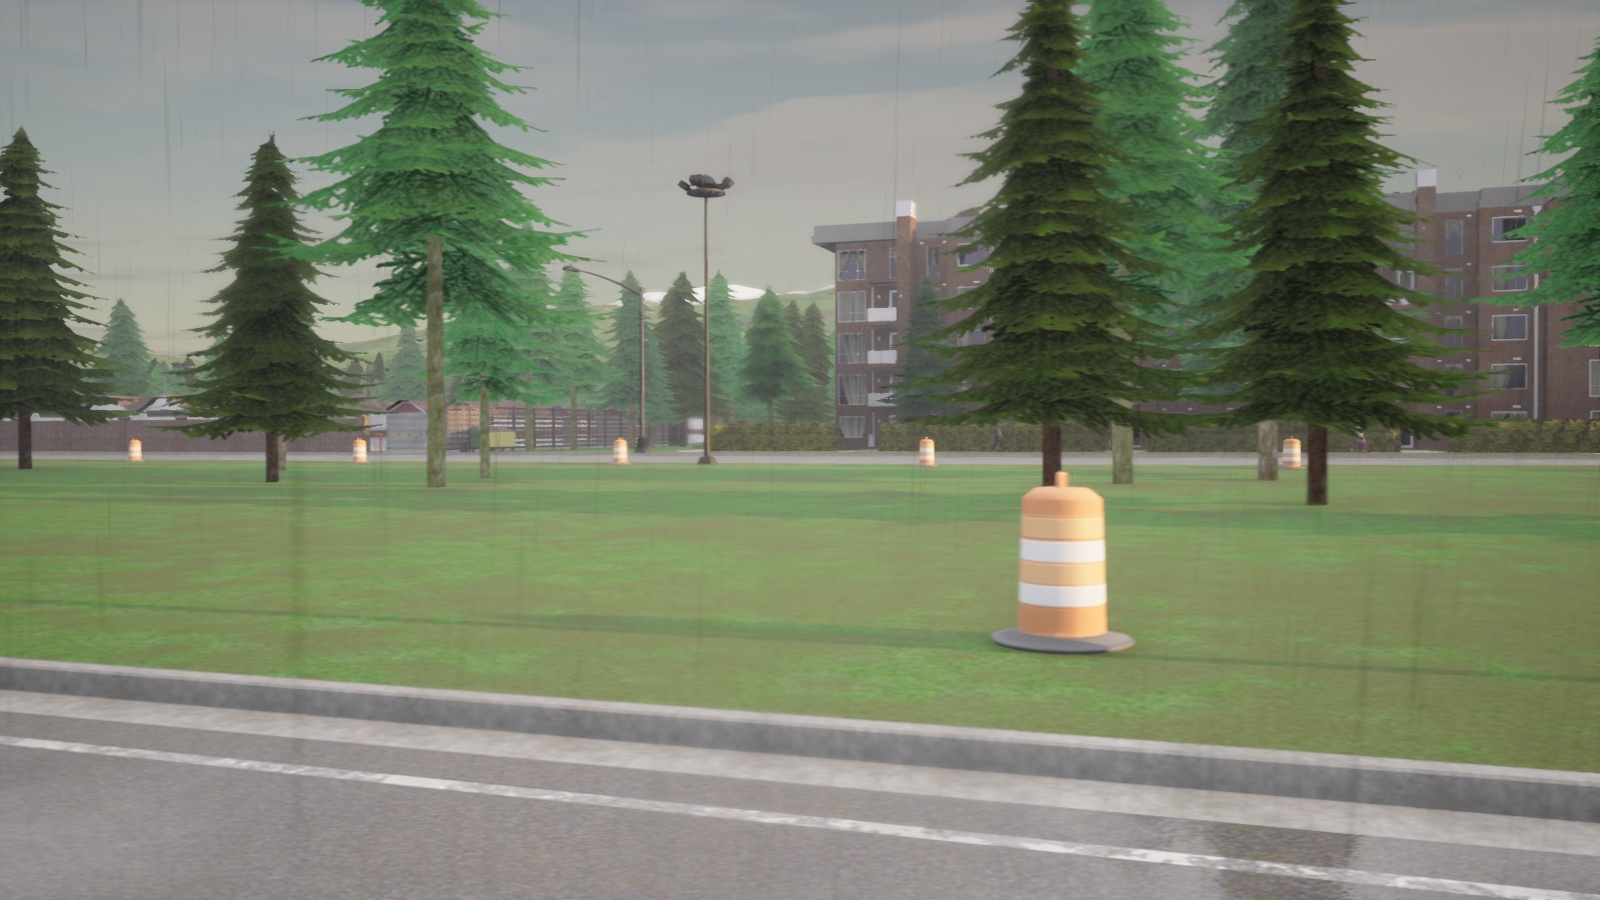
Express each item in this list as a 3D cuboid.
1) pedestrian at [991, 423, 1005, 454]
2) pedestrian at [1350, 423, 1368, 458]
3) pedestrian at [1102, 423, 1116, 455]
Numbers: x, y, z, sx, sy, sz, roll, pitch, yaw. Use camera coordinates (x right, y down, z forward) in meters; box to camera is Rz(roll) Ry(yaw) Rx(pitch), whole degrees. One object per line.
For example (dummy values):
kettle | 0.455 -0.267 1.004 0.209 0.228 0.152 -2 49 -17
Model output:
pedestrian | 11.938 -0.712 75.703 0.694 1.848 0.540 1 1 19
pedestrian | 30.966 -0.543 69.596 0.873 1.952 0.659 1 1 20
pedestrian | 18.159 -0.658 73.805 0.703 1.840 0.431 1 1 20
